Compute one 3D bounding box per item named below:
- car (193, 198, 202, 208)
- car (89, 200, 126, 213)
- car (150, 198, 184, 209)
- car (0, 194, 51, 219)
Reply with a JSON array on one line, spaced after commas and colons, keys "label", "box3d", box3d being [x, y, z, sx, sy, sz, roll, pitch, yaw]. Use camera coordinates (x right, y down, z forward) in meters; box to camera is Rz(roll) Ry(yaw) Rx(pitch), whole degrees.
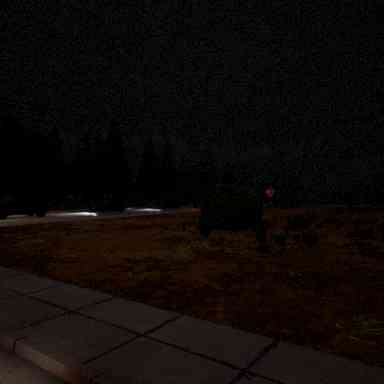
[{"label": "car", "box3d": [2.127, 1.527, 47.270, 1.837, 1.490, 4.892, 0, -1, 36]}, {"label": "car", "box3d": [-9.556, 1.590, 37.660, 1.994, 1.385, 4.181, 0, 0, 37]}, {"label": "car", "box3d": [-3.357, 1.573, 46.043, 2.033, 1.411, 5.357, 0, 0, 37]}, {"label": "car", "box3d": [-15.451, 1.247, 29.682, 2.150, 2.045, 5.566, 0, 0, 36]}]
